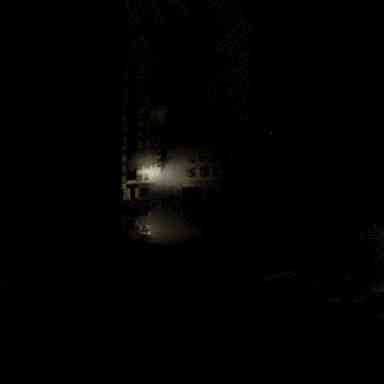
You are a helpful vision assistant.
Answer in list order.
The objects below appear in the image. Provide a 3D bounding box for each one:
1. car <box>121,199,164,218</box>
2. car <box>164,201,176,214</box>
[{"bbox_3d":[-4.611,1.422,28.547,1.895,1.301,4.718,1,0,-35],"label":"car"},{"bbox_3d":[-3.622,1.392,32.803,2.033,1.411,5.357,1,0,-35],"label":"car"}]
